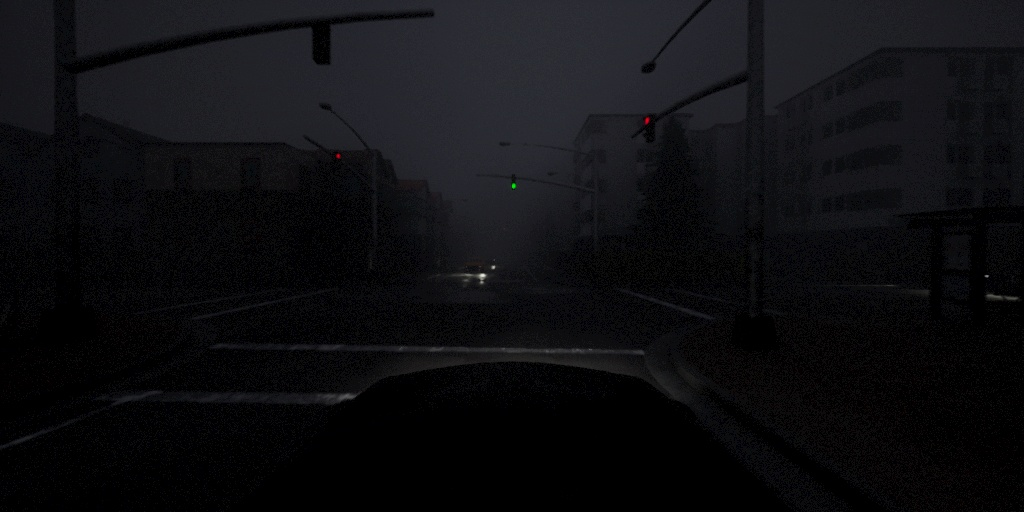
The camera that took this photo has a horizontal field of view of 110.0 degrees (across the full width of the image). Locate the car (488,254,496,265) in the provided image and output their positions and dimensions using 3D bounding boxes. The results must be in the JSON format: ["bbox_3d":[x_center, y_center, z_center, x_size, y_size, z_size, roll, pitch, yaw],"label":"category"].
[{"bbox_3d":[-3.498,0.536,54.788,2.097,1.767,4.553,0,1,0],"label":"car"}]

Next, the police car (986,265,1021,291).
[{"bbox_3d":[24.083,0.924,15.970,4.974,1.542,2.038,0,1,0],"label":"police car"}]

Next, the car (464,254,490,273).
[{"bbox_3d":[-3.586,0.857,35.700,1.882,1.535,5.008,0,1,0],"label":"car"}]
